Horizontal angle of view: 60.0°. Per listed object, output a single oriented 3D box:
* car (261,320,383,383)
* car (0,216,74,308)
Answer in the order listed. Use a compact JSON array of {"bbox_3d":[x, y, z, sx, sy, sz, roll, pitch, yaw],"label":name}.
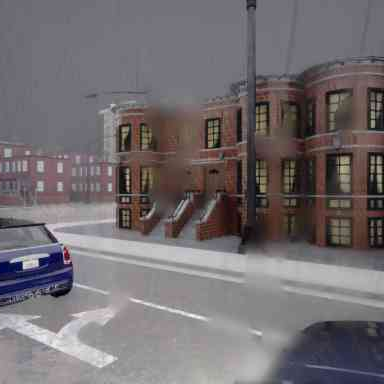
[{"bbox_3d":[3.056,1.547,1.809,5.357,1.411,2.033,0,0,36],"label":"car"},{"bbox_3d":[-4.716,1.352,7.355,4.553,1.767,2.097,0,0,35],"label":"car"}]
